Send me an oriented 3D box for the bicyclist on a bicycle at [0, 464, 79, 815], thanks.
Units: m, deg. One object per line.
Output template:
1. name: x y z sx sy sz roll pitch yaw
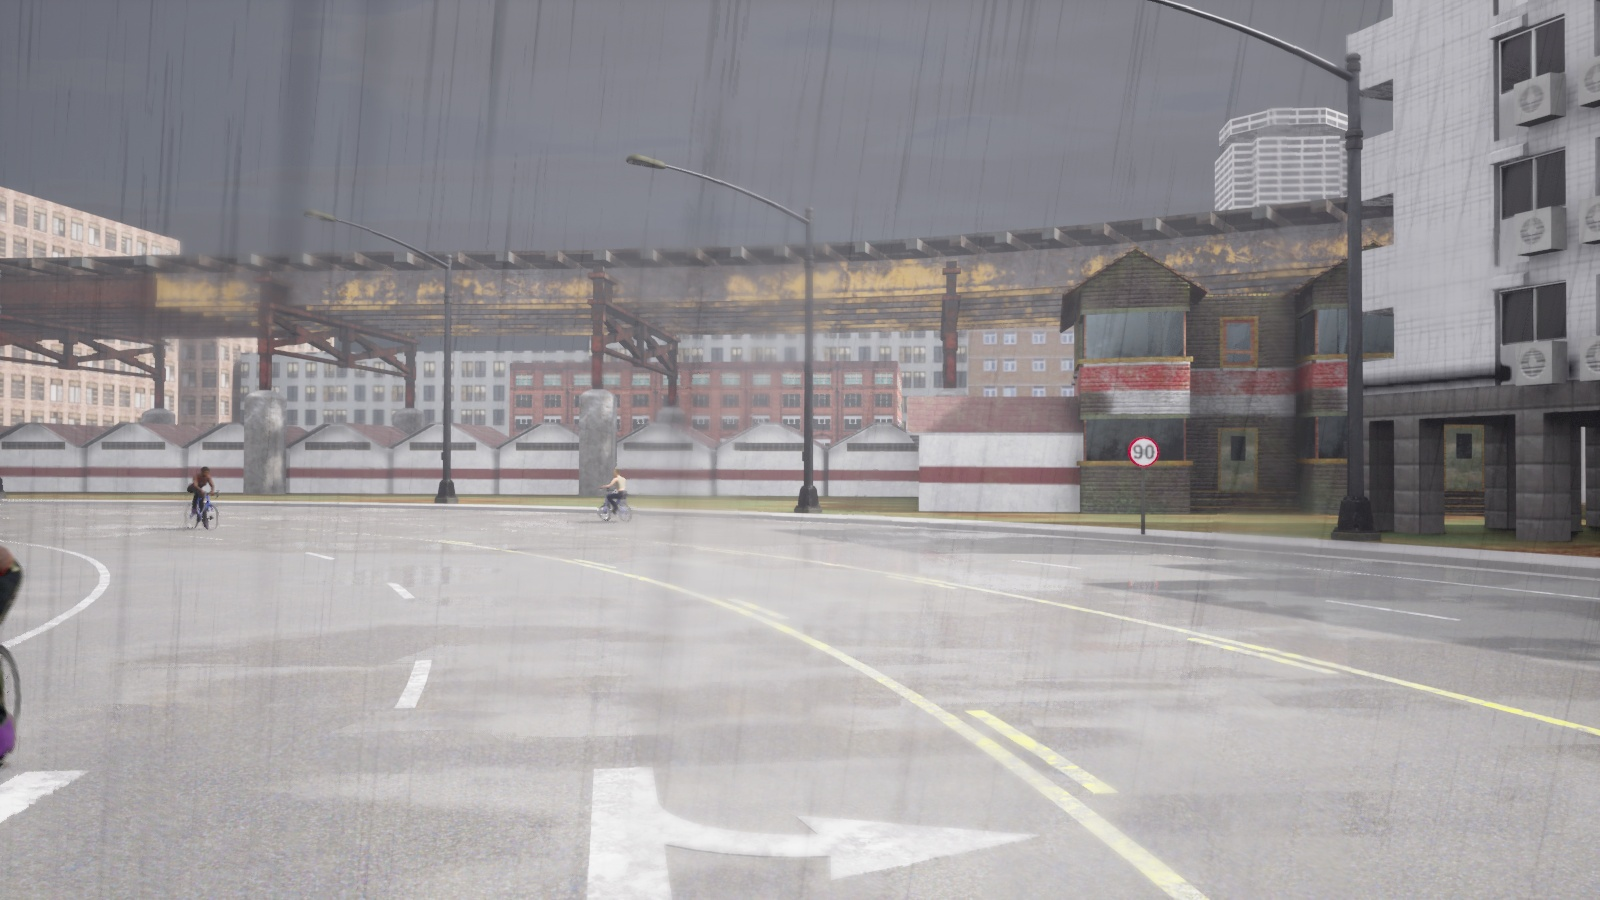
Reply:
1. bicyclist on a bicycle: -4.008 0.879 5.841 0.582 1.620 1.656 -1 -1 -10

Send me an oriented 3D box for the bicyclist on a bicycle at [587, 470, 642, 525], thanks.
1. bicyclist on a bicycle: -5.559 1.403 37.557 1.509 1.612 0.866 -1 -1 42

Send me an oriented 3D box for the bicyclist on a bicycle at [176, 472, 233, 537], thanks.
1. bicyclist on a bicycle: -15.092 1.361 31.800 1.656 1.620 0.582 -1 -1 36
